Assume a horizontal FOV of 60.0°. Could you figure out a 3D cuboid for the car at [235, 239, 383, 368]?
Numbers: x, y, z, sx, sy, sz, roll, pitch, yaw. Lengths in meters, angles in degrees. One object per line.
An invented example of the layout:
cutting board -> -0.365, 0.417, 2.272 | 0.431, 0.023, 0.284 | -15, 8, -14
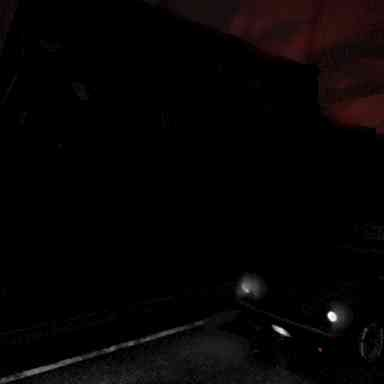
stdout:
car -> 3.011, 1.575, 5.831 | 4.718, 1.301, 1.895 | 0, 0, -35
